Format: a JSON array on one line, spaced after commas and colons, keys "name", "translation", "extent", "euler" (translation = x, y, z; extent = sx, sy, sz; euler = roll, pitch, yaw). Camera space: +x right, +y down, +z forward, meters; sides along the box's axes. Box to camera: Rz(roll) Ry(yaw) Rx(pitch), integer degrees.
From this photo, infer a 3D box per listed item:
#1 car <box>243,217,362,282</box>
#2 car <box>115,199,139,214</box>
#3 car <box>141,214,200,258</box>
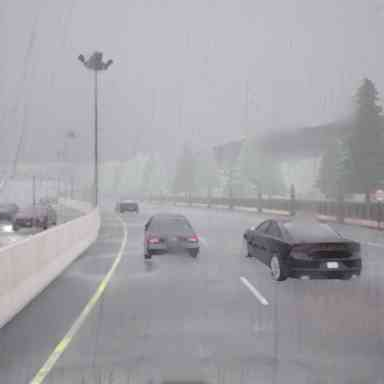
[{"name": "car", "translation": [2.889, 1.467, 9.822], "extent": [1.882, 1.535, 5.008], "euler": [0, 0, -5]}, {"name": "car", "translation": [-7.184, 1.509, 36.451], "extent": [1.882, 1.535, 5.008], "euler": [0, 0, -21]}, {"name": "car", "translation": [-0.925, 1.552, 12.757], "extent": [2.033, 1.411, 5.357], "euler": [0, 0, -8]}]
